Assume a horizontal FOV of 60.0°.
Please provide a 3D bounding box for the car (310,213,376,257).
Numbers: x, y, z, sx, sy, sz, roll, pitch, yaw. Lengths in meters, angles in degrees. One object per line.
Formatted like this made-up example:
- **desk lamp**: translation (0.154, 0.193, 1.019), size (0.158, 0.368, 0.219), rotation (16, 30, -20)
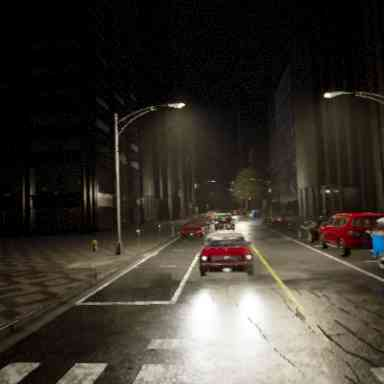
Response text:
- **car**: translation (7.569, 1.928, 15.760), size (2.192, 1.841, 5.009), rotation (-3, -3, 5)

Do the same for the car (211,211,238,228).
- **car**: translation (3.433, 3.165, 34.857), size (2.097, 1.767, 4.553), rotation (-3, -3, 6)

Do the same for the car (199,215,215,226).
- **car**: translation (2.310, 4.238, 50.204), size (2.008, 1.369, 4.403), rotation (-3, -3, 5)

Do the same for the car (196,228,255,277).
- **car**: translation (1.330, 2.310, 12.907), size (1.895, 1.301, 4.718), rotation (-3, -3, 5)

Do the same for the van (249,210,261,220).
- **van**: translation (11.850, 4.199, 60.618), size (1.690, 1.788, 3.998), rotation (-2, -3, 5)

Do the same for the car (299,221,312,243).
- **car**: translation (8.114, 2.460, 21.354), size (1.947, 1.339, 4.313), rotation (-3, -3, 5)

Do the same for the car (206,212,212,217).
- **car**: translation (1.236, 3.566, 38.997), size (1.967, 1.590, 4.097), rotation (-3, -3, 5)

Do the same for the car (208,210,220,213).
- **car**: translation (3.906, 4.831, 67.039), size (2.192, 1.841, 5.009), rotation (-2, -3, 5)

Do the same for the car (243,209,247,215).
- **car**: translation (13.488, 5.208, 77.636), size (1.752, 1.417, 4.829), rotation (-2, -3, 6)

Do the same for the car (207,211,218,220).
- **car**: translation (4.440, 5.104, 72.648), size (2.192, 1.841, 5.009), rotation (-2, -3, 5)

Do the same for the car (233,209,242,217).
- **car**: translation (11.842, 5.941, 90.555), size (2.128, 1.511, 4.902), rotation (-3, -3, 5)

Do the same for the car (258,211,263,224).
- **car**: translation (10.255, 3.605, 43.783), size (1.802, 1.307, 4.206), rotation (-3, -3, 5)

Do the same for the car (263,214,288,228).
- **car**: translation (9.714, 3.182, 38.182), size (1.967, 1.590, 4.097), rotation (-3, -3, 5)

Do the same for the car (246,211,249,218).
- **car**: translation (12.409, 4.665, 66.388), size (1.752, 1.417, 4.829), rotation (-2, -3, 5)

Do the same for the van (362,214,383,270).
- **van**: translation (7.035, 1.670, 10.150), size (1.690, 1.788, 3.998), rotation (-3, -3, 5)

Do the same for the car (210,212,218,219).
- **car**: translation (5.497, 5.844, 83.642), size (1.752, 1.417, 4.829), rotation (-2, -3, 6)

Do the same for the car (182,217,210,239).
- **car**: translation (0.170, 3.106, 27.777), size (1.887, 1.381, 4.507), rotation (-3, -3, 5)

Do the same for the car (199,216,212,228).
- **car**: translation (0.707, 3.426, 33.382), size (1.802, 1.307, 4.206), rotation (-3, -3, 5)
